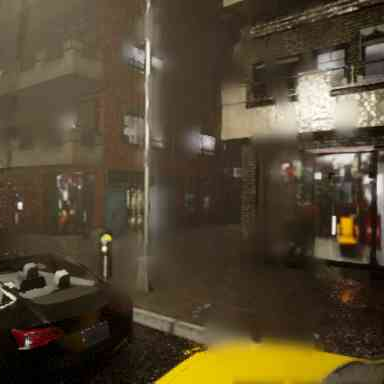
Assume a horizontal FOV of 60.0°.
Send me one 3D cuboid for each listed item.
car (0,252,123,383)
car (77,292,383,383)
[{"bbox_3d":[-2.730,1.564,4.807,4.313,1.339,1.947,0,1,35],"label":"car"},{"bbox_3d":[1.693,1.525,1.655,4.829,1.417,1.752,0,1,35],"label":"car"}]
